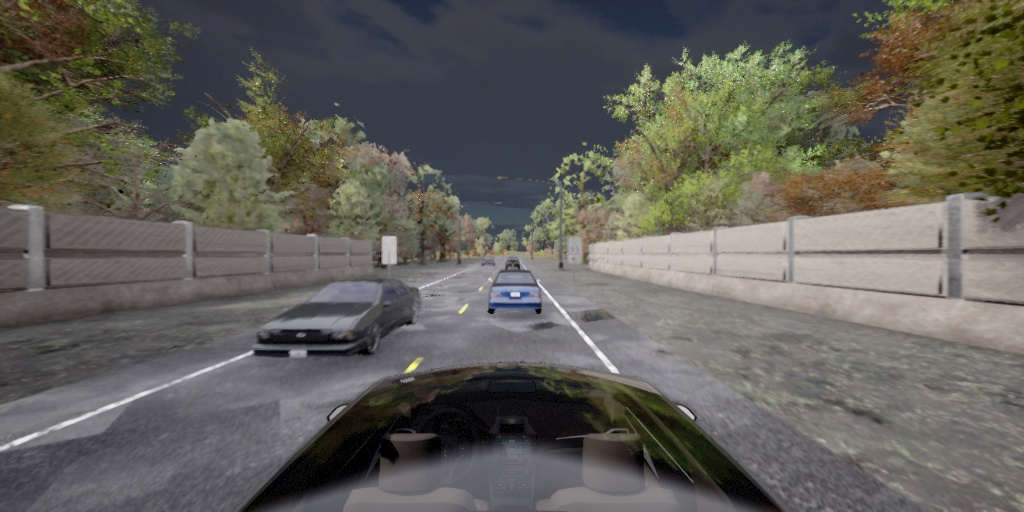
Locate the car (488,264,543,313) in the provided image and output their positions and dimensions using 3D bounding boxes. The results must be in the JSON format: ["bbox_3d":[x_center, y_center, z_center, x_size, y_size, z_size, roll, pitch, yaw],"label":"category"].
[{"bbox_3d":[0.103,1.203,13.454,2.033,1.411,5.357,0,0,0],"label":"car"}]

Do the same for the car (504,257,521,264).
[{"bbox_3d":[0.103,0.871,45.623,1.837,1.490,4.892,0,1,0],"label":"car"}]

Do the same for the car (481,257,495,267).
[{"bbox_3d":[-3.530,0.848,53.586,1.994,1.385,4.181,0,1,0],"label":"car"}]

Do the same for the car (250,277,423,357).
[{"bbox_3d":[-3.599,1.240,8.697,2.033,1.411,5.357,0,0,0],"label":"car"}]
